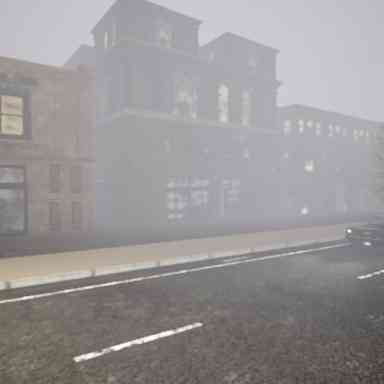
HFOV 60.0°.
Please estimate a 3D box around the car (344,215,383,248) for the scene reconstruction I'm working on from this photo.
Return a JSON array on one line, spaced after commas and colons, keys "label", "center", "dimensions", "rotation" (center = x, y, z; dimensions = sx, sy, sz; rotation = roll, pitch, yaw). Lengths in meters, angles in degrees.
[{"label": "car", "center": [8.284, 1.602, 13.594], "dimensions": [4.718, 1.301, 1.895], "rotation": [0, 0, -35]}]
